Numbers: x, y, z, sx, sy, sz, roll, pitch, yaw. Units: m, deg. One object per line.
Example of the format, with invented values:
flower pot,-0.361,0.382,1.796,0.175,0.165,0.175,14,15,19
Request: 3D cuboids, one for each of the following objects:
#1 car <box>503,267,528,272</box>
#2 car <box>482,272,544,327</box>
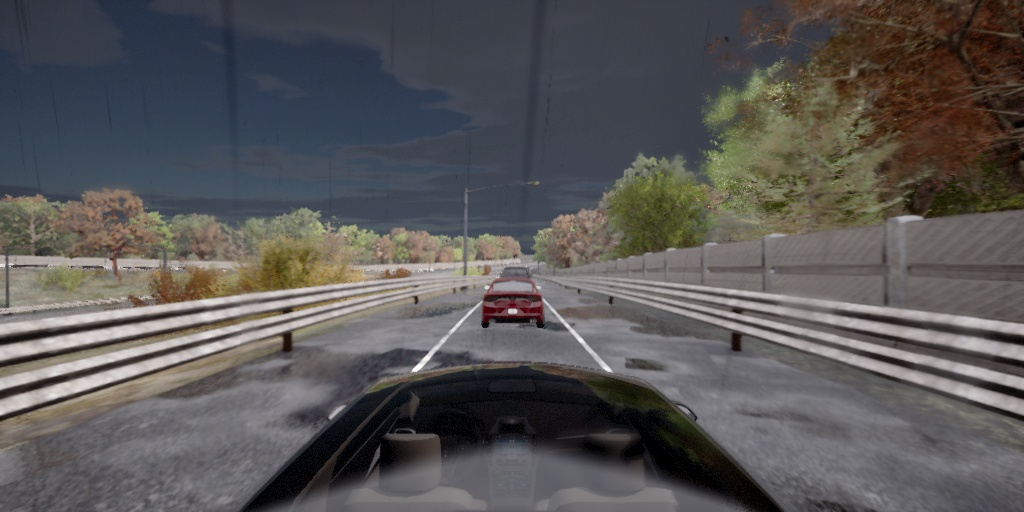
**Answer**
car,0.310,1.831,25.875,2.150,2.045,5.566,0,-3,2
car,0.035,1.486,12.624,1.882,1.535,5.008,0,-2,0
